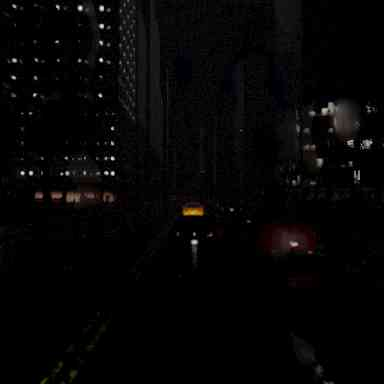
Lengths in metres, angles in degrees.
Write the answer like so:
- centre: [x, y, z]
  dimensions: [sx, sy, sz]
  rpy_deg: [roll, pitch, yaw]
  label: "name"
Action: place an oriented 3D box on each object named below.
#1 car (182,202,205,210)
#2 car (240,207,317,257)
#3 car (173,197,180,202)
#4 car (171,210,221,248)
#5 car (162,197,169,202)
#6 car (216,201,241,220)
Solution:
- centre: [0.100, 1.676, 29.803]
  dimensions: [1.882, 1.535, 5.008]
  rpy_deg: [0, -1, 0]
  label: "car"
- centre: [3.350, 1.570, 13.367]
  dimensions: [1.882, 1.535, 5.008]
  rpy_deg: [0, 0, 0]
  label: "car"
- centre: [-4.273, 2.038, 94.327]
  dimensions: [1.882, 1.535, 5.008]
  rpy_deg: [0, 0, -1]
  label: "car"
- centre: [0.101, 1.707, 15.397]
  dimensions: [1.895, 1.301, 4.718]
  rpy_deg: [0, 0, 0]
  label: "car"
- centre: [-7.523, 2.059, 94.271]
  dimensions: [1.837, 1.490, 4.892]
  rpy_deg: [0, 0, -1]
  label: "car"
- centre: [3.349, 1.553, 30.109]
  dimensions: [2.097, 1.767, 4.553]
  rpy_deg: [0, 0, 0]
  label: "car"
